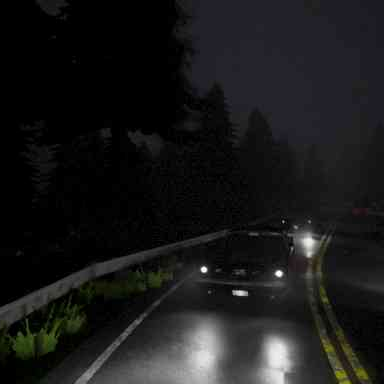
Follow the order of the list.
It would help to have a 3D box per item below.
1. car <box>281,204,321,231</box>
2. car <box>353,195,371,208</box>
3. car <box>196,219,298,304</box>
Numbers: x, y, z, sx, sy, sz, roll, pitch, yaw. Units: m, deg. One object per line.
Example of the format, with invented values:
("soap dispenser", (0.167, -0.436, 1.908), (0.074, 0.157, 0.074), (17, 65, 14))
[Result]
("car", (6.668, 1.461, 20.053), (2.033, 1.411, 5.357), (-2, 0, 26))
("car", (20.624, 1.060, 40.234), (2.128, 1.511, 4.902), (-2, 0, 28))
("car", (1.586, 1.599, 8.412), (1.895, 1.301, 4.718), (-1, 0, 18))
